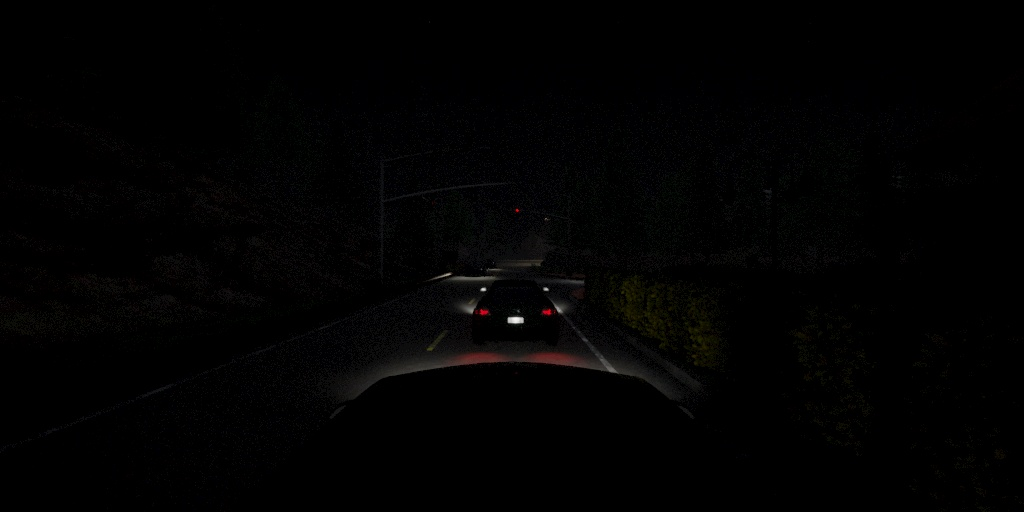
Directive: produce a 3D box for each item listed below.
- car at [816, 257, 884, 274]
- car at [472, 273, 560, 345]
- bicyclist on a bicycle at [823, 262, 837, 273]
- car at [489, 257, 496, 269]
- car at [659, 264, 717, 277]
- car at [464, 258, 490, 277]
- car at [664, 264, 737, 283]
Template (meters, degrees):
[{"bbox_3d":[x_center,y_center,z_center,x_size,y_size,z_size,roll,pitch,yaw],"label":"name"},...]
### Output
[{"bbox_3d":[28.411,1.127,29.514,5.566,2.045,2.150,-1,0,1],"label":"car"},{"bbox_3d":[0.075,1.314,9.511,1.994,1.385,4.181,0,0,0],"label":"car"},{"bbox_3d":[19.815,1.213,22.127,0.582,1.620,1.656,0,0,0],"label":"bicyclist on a bicycle"},{"bbox_3d":[-3.588,1.101,55.543,2.097,1.767,4.553,0,0,0],"label":"car"},{"bbox_3d":[13.394,1.459,25.866,5.357,1.411,2.033,0,0,-2],"label":"car"},{"bbox_3d":[-3.625,1.227,36.051,1.882,1.535,5.008,0,0,0],"label":"car"},{"bbox_3d":[15.485,1.404,29.596,4.902,1.511,2.128,0,0,0],"label":"car"}]
